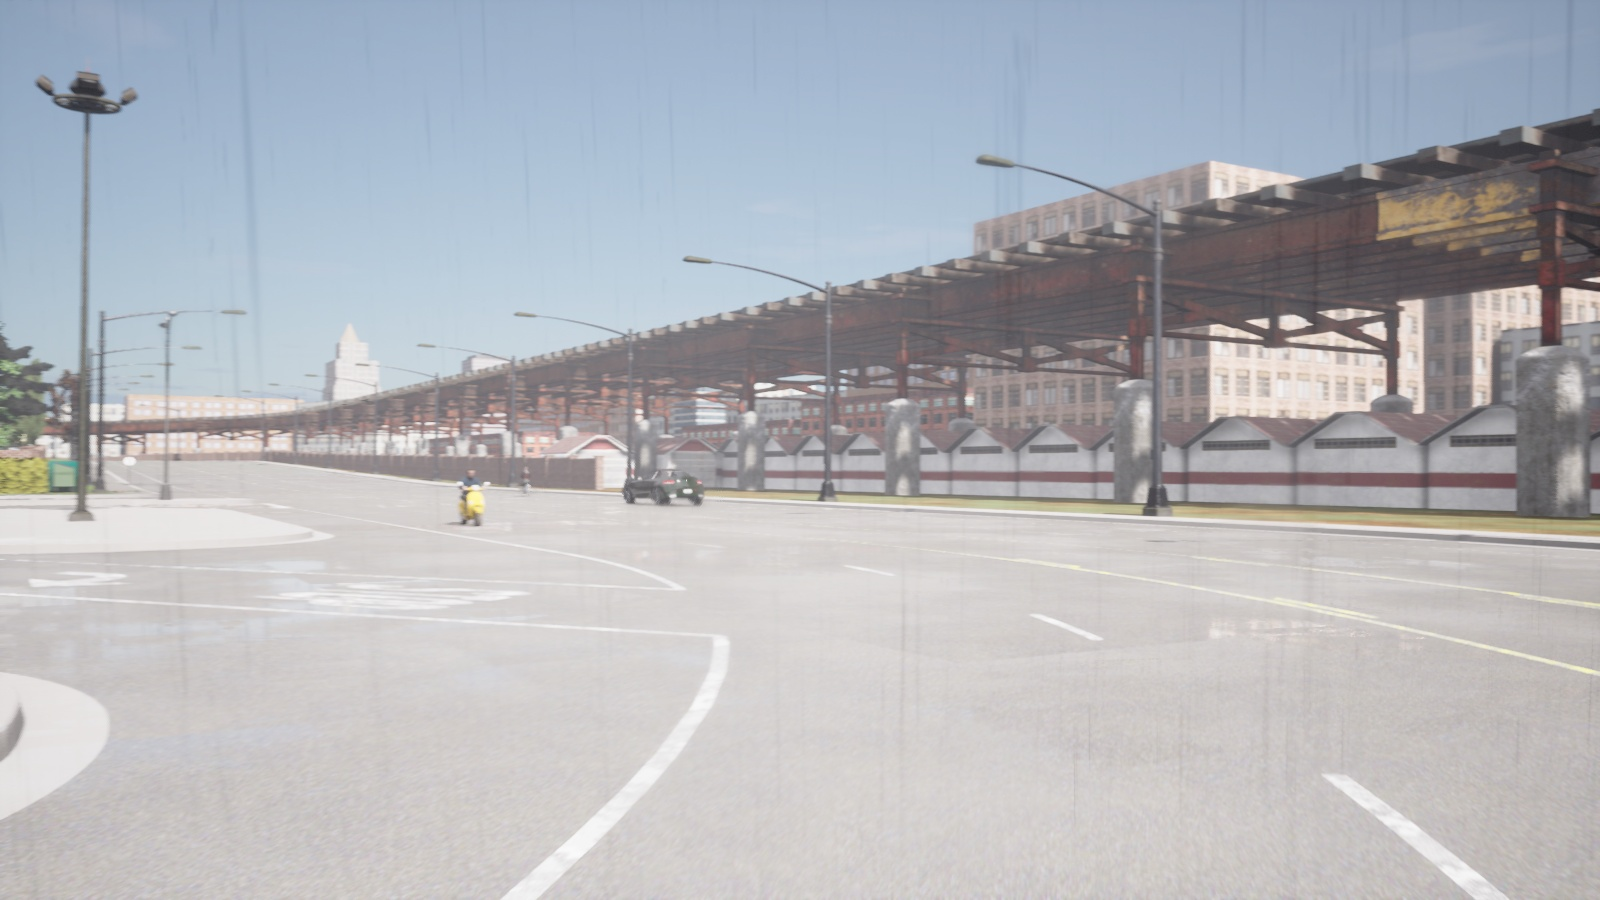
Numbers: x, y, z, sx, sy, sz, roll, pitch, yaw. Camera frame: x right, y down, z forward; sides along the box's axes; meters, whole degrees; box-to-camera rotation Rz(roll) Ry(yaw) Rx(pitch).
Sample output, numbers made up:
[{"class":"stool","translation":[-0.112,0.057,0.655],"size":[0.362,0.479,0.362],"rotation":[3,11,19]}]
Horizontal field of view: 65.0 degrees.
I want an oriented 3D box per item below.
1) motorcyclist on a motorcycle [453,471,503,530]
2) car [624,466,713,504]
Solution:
[{"class":"motorcyclist on a motorcycle","translation":[-8.972,1.394,34.898],"size":[0.866,1.590,1.817],"rotation":[0,-1,-31]},{"class":"car","translation":[-6.088,1.595,57.463],"size":[2.152,1.651,5.027],"rotation":[0,-1,-31]}]
